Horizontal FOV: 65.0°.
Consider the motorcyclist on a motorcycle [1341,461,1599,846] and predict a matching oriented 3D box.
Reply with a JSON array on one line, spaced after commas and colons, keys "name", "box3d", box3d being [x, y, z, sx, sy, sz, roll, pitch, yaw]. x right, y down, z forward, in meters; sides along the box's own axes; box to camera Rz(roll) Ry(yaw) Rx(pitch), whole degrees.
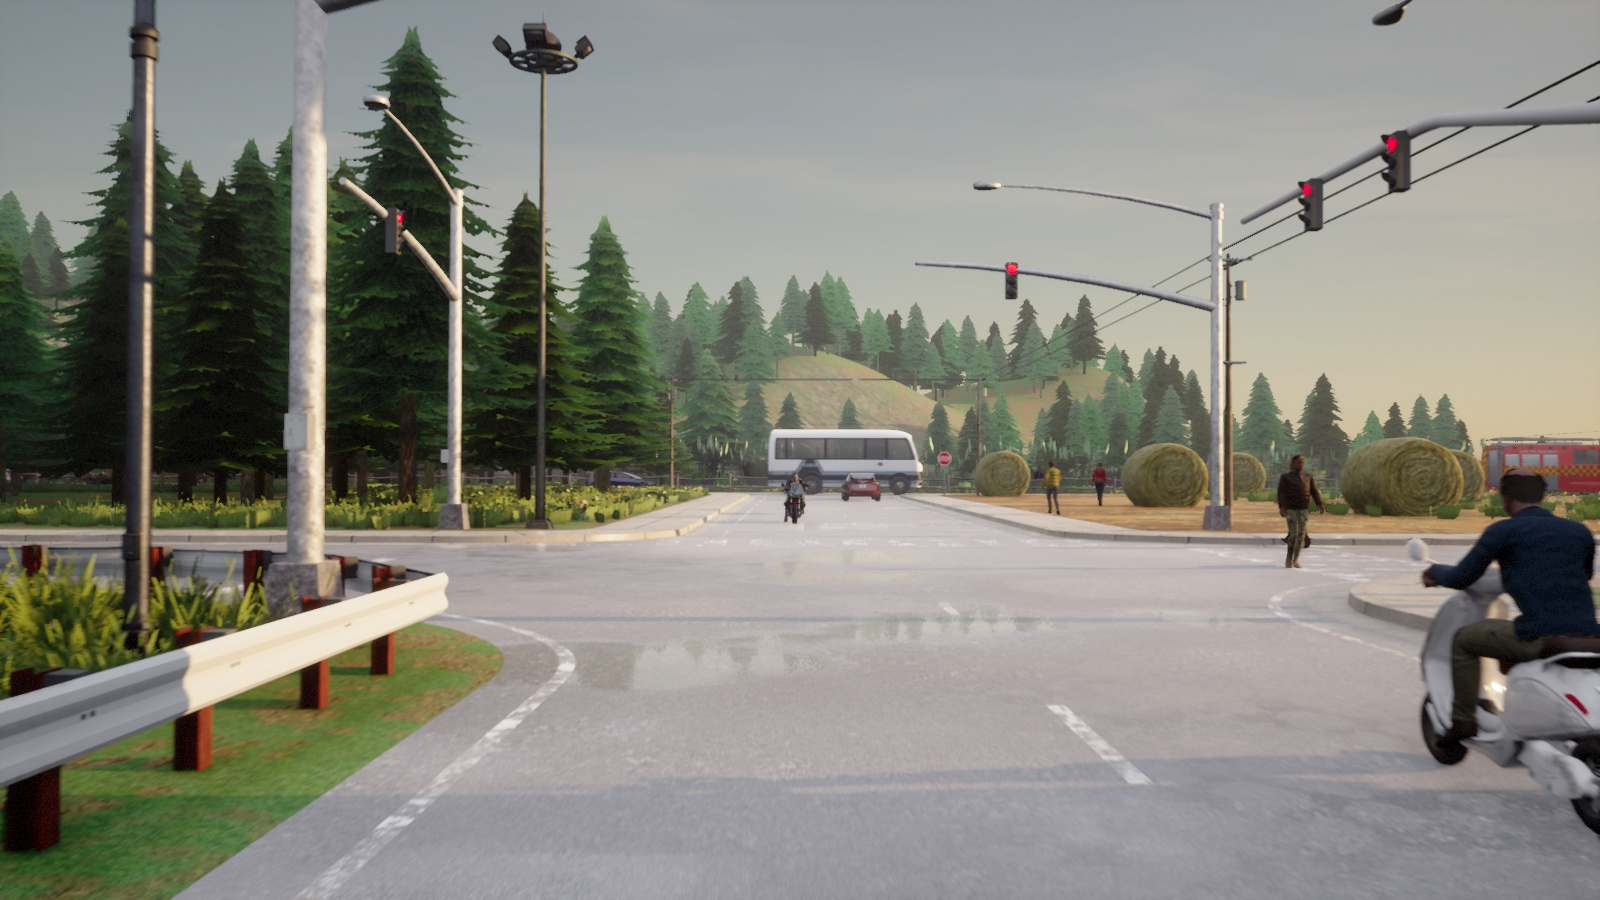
[{"name": "motorcyclist on a motorcycle", "box3d": [3.476, 0.857, 6.123, 0.866, 1.590, 1.817, 0, -1, 0]}]

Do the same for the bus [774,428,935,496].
[{"name": "bus", "box3d": [3.545, 0.774, 81.960, 10.273, 4.253, 3.944, 0, -1, 3]}]

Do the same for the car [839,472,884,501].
[{"name": "car", "box3d": [3.265, 1.931, 67.462, 2.163, 1.488, 4.792, 0, -1, 0]}]

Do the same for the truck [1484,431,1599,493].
[{"name": "truck", "box3d": [48.592, 0.759, 79.925, 8.468, 3.827, 2.891, 0, -1, 3]}]

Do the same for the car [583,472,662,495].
[{"name": "car", "box3d": [-11.643, 2.209, 82.625, 4.792, 1.488, 2.163, 0, -1, 3]}]

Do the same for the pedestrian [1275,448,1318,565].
[{"name": "pedestrian", "box3d": [7.970, 0.896, 20.178, 0.431, 1.840, 0.703, 0, -1, 3]}]

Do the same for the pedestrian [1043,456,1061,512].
[{"name": "pedestrian", "box3d": [8.323, 1.121, 41.476, 0.370, 1.835, 0.726, 0, -1, -6]}]

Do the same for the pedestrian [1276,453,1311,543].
[{"name": "pedestrian", "box3d": [10.195, 0.983, 25.944, 0.331, 1.846, 0.636, 0, -1, -15]}]

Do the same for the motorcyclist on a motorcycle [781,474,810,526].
[{"name": "motorcyclist on a motorcycle", "box3d": [-0.134, 1.490, 38.195, 0.866, 1.530, 2.191, 0, -1, 0]}]

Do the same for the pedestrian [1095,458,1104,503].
[{"name": "pedestrian", "box3d": [12.316, 1.266, 51.658, 0.331, 1.846, 0.636, -1, -1, 17]}]
